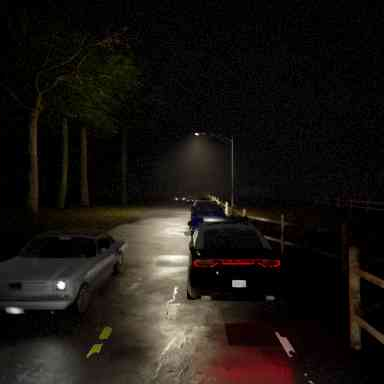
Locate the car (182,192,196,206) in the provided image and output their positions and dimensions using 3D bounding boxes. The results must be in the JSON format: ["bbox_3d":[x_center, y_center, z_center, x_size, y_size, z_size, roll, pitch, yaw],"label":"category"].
[{"bbox_3d":[0.084,1.095,45.000,2.033,1.411,5.357,0,1,1],"label":"car"}]

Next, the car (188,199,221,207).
[{"bbox_3d":[0.851,1.378,18.361,1.882,1.535,5.008,0,1,0],"label":"car"}]

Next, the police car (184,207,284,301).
[{"bbox_3d":[0.838,1.403,8.470,1.930,1.638,5.238,0,0,0],"label":"police car"}]

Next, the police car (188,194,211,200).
[{"bbox_3d":[0.860,1.252,24.473,1.930,1.638,5.238,0,1,0],"label":"police car"}]

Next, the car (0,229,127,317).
[{"bbox_3d":[-2.840,1.584,7.536,1.895,1.301,4.718,0,0,0],"label":"car"}]

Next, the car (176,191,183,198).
[{"bbox_3d":[-2.648,0.516,74.399,1.882,1.535,5.008,0,1,0],"label":"car"}]

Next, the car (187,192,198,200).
[{"bbox_3d":[0.089,0.797,64.004,1.994,1.385,4.181,0,1,0],"label":"car"}]
